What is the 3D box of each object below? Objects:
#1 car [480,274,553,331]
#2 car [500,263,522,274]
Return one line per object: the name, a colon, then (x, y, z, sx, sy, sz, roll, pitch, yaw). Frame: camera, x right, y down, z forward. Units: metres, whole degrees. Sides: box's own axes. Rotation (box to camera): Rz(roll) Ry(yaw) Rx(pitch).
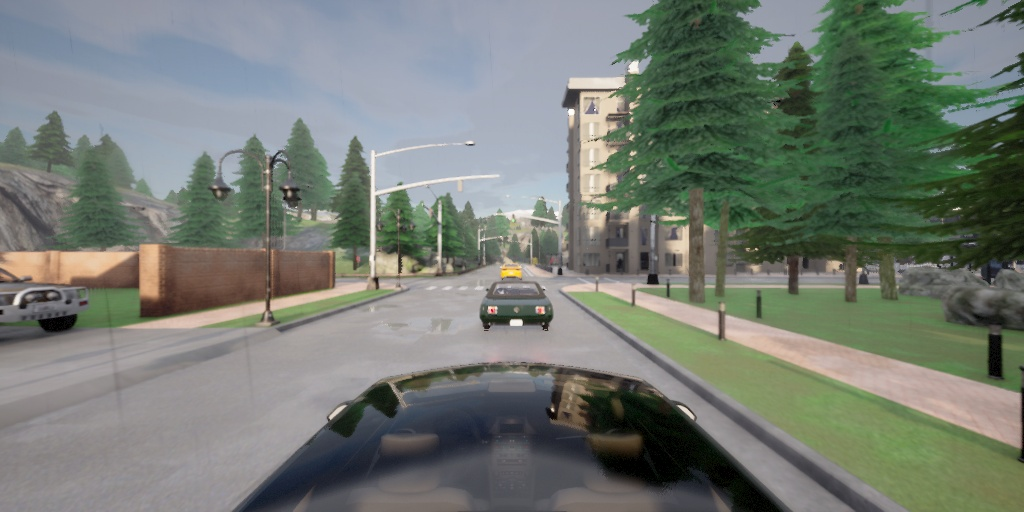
car: (0.110, 1.400, 11.222, 1.895, 1.301, 4.718, 0, 0, 0)
car: (-0.088, 1.409, 34.276, 1.882, 1.535, 5.008, 0, 0, 0)
